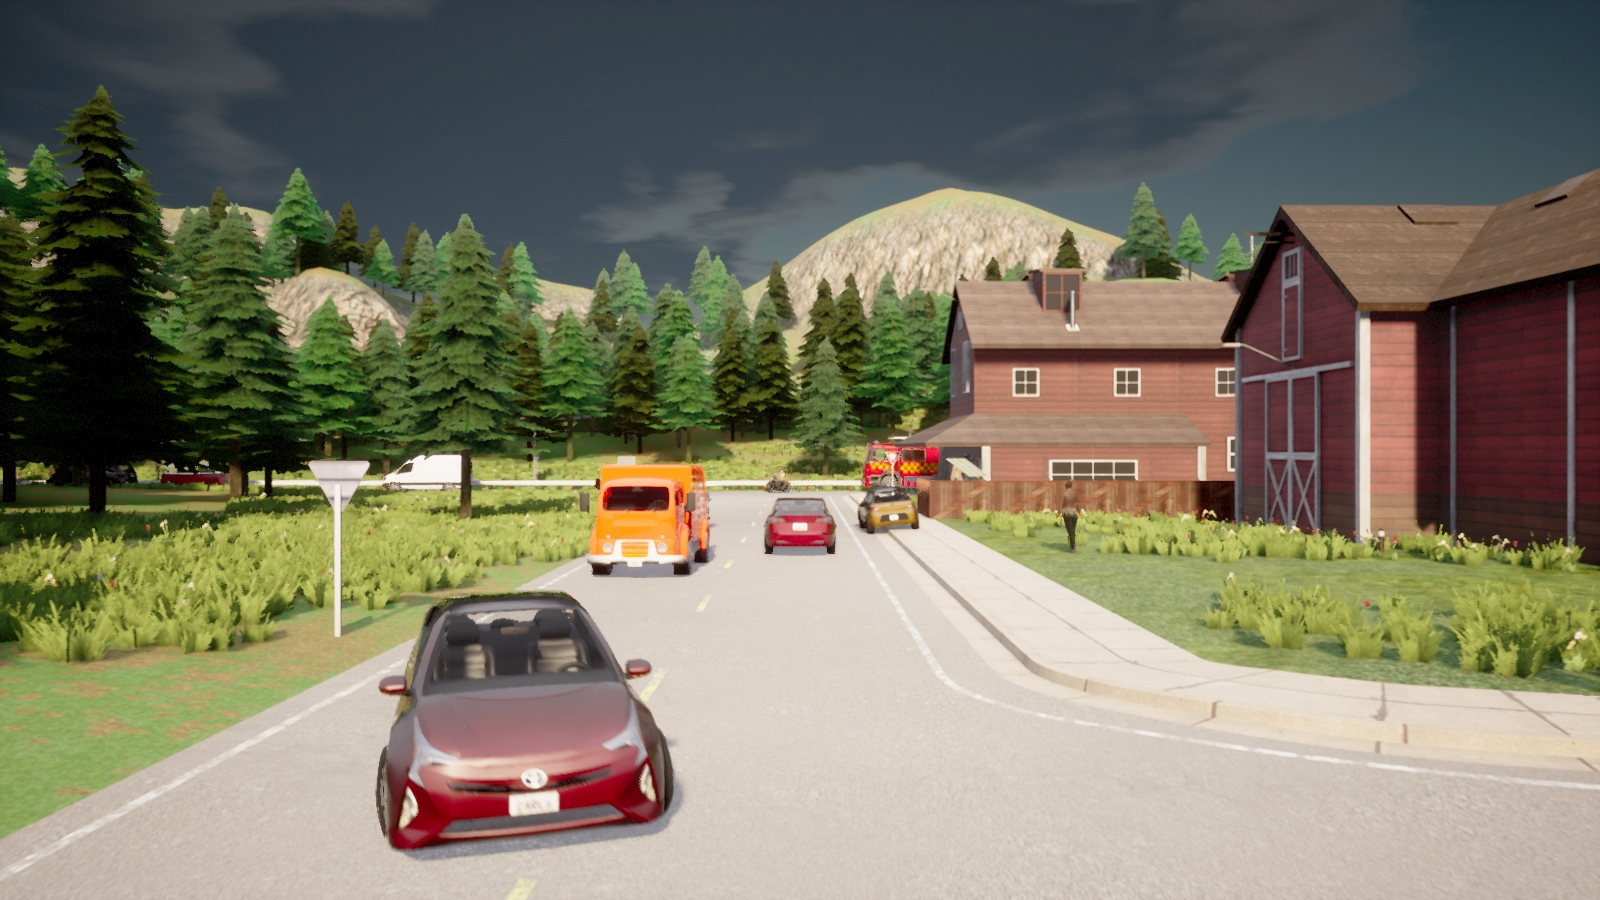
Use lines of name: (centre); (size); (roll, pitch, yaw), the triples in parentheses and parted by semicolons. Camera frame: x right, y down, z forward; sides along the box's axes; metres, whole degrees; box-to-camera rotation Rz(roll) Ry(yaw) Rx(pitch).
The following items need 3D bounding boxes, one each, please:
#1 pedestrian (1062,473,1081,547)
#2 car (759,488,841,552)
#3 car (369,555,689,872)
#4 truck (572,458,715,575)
pedestrian: (6.925, 1.532, 29.153); (0.375, 1.860, 0.375); (0, 0, -8)
car: (0.004, 1.913, 32.285); (2.163, 1.488, 4.792); (0, 0, 0)
car: (-2.400, 1.865, 9.565); (2.007, 1.525, 4.514); (-1, 0, -18)
truck: (-3.496, 1.423, 26.763); (2.627, 2.467, 5.204); (0, 0, 0)
